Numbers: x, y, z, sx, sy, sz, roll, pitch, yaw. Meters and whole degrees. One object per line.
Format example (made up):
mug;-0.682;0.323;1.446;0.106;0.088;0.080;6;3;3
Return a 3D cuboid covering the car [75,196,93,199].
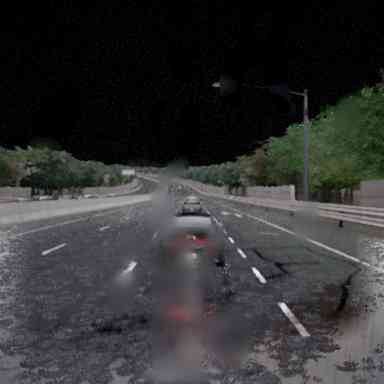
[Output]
car;-20.974;1.532;65.863;1.994;1.385;4.181;0;0;0

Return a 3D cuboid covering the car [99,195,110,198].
car;-17.475;1.473;65.909;1.837;1.490;4.892;0;0;0

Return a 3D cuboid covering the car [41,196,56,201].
car;-27.974;1.521;65.866;2.033;1.411;5.357;0;0;0

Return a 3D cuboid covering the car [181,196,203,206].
car;0.011;1.411;32.322;2.128;1.511;4.902;0;0;0

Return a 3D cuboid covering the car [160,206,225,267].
car;0.002;1.429;11.053;1.837;1.490;4.892;0;0;0

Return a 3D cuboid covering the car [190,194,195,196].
car;0.020;1.474;53.596;1.882;1.535;5.008;0;0;0

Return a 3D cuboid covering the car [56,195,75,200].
car;-24.474;1.335;65.895;2.097;1.767;4.553;0;0;0
